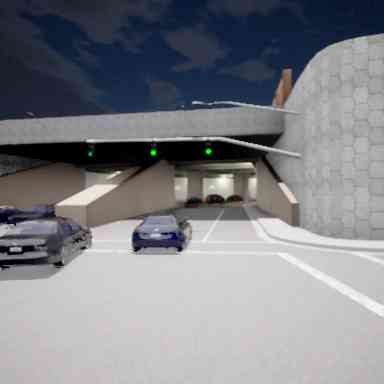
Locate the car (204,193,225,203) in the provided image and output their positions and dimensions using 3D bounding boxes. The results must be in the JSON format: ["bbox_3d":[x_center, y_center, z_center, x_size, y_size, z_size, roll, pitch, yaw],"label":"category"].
[{"bbox_3d":[4.340,1.127,63.196,2.097,1.767,4.553,-1,0,33],"label":"car"}]

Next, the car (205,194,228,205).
[{"bbox_3d":[4.002,1.153,53.373,2.097,1.767,4.553,-1,0,15],"label":"car"}]

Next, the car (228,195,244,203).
[{"bbox_3d":[8.108,1.249,62.648,1.812,1.442,4.674,-1,0,37],"label":"car"}]

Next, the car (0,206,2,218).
[{"bbox_3d":[-14.204,1.720,24.363,1.895,1.301,4.718,-1,0,7],"label":"car"}]

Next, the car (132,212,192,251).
[{"bbox_3d":[-1.127,1.524,13.981,1.994,1.385,4.181,-1,0,5],"label":"car"}]

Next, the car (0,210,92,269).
[{"bbox_3d":[-4.860,1.566,11.326,2.033,1.411,5.357,-1,0,-5],"label":"car"}]

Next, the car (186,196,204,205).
[{"bbox_3d":[0.484,1.397,53.626,2.033,1.411,5.357,-1,0,15],"label":"car"}]

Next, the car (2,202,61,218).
[{"bbox_3d":[-10.733,1.619,23.931,2.033,1.411,5.357,-1,0,7],"label":"car"}]

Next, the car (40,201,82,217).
[{"bbox_3d":[-13.014,1.683,33.450,1.895,1.301,4.718,-1,0,8],"label":"car"}]
